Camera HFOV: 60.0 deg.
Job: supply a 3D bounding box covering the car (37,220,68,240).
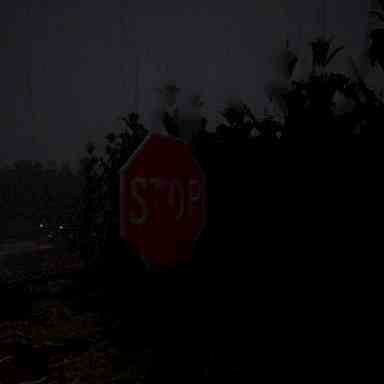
[{"bbox_3d":[-4.884,1.576,16.139,1.895,1.301,4.718,0,0,34],"label":"car"}]
